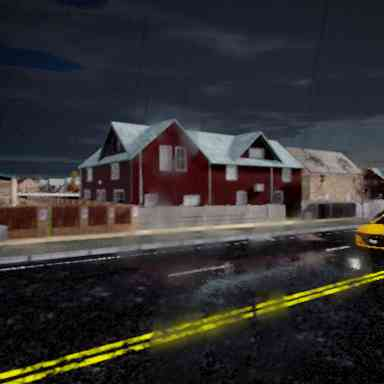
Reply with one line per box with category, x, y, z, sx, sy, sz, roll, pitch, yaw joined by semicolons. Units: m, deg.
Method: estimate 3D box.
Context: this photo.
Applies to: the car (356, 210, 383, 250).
car;8.874;1.612;13.999;5.008;1.535;1.882;1;0;-35
